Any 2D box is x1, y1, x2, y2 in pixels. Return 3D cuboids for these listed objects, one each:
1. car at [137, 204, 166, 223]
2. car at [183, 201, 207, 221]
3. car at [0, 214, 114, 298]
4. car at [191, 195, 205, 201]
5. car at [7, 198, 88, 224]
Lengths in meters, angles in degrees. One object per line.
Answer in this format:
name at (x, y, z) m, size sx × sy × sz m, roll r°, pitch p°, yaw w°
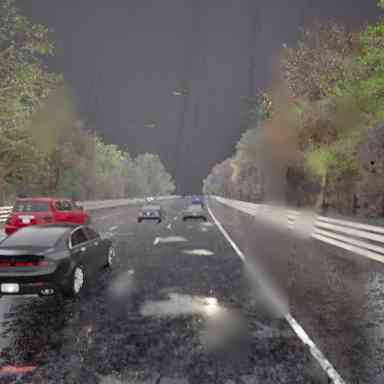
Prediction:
car at (-3.186, 1.676, 27.020) m, size 2.033 × 1.411 × 5.357 m, roll 0°, pitch 0°, yaw 1°
car at (0.253, 1.700, 28.488) m, size 1.994 × 1.385 × 4.181 m, roll 0°, pitch 0°, yaw 1°
car at (-3.370, 1.546, 8.611) m, size 1.837 × 1.490 × 4.892 m, roll 0°, pitch 0°, yaw 0°
car at (1.006, 1.495, 58.952) m, size 2.150 × 2.045 × 5.566 m, roll 0°, pitch 0°, yaw 2°
car at (-6.847, 1.300, 16.494) m, size 2.150 × 2.045 × 5.566 m, roll 0°, pitch 0°, yaw 1°
